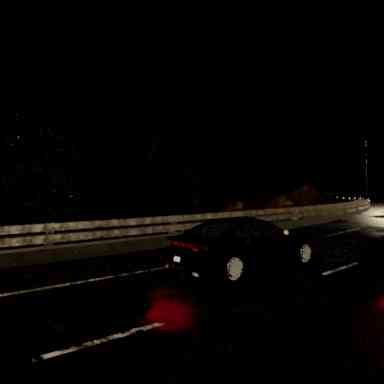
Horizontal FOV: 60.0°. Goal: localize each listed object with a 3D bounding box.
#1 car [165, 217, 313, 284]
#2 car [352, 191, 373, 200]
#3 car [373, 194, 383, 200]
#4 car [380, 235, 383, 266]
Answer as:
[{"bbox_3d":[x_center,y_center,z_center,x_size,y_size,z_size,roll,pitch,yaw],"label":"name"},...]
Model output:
[{"bbox_3d":[1.564,1.468,9.683,5.008,1.535,1.882,-1,0,-39],"label":"car"},{"bbox_3d":[39.188,0.830,77.143,2.150,2.045,5.566,0,0,6],"label":"car"},{"bbox_3d":[42.655,1.135,76.641,1.994,1.385,4.181,0,0,6],"label":"car"},{"bbox_3d":[7.360,1.459,10.078,4.892,1.490,1.837,0,0,-41],"label":"car"}]
